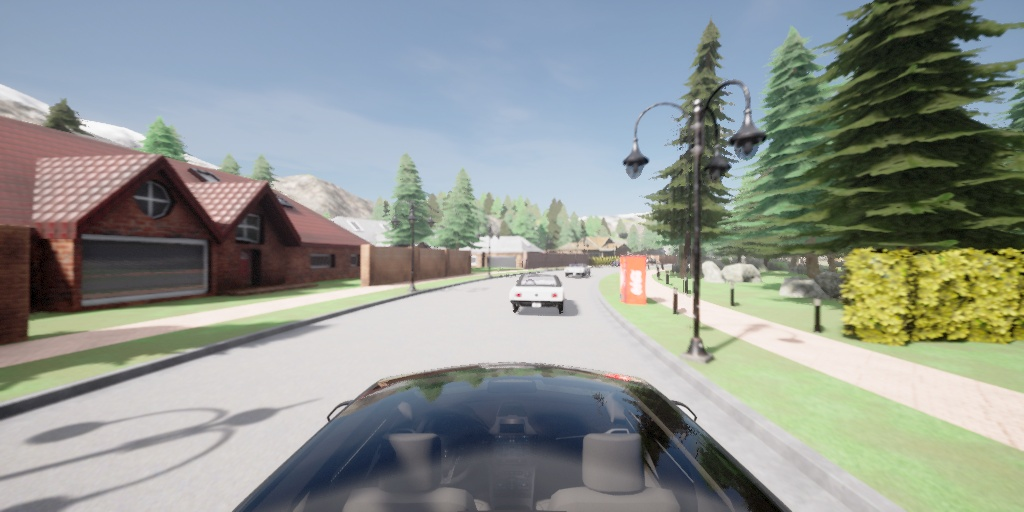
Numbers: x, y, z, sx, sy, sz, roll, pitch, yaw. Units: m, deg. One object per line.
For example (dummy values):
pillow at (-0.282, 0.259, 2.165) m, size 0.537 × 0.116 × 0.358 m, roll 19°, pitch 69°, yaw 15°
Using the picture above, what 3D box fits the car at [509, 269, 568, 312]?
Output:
car at (1.133, 1.351, 14.218) m, size 1.895 × 1.301 × 4.718 m, roll 0°, pitch 0°, yaw 8°

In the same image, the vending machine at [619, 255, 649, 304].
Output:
vending machine at (4.841, 0.961, 14.363) m, size 1.100 × 2.100 × 0.880 m, roll 0°, pitch 0°, yaw 8°

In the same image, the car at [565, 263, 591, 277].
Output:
car at (6.544, 1.366, 35.163) m, size 1.895 × 1.301 × 4.718 m, roll 0°, pitch 0°, yaw 21°
